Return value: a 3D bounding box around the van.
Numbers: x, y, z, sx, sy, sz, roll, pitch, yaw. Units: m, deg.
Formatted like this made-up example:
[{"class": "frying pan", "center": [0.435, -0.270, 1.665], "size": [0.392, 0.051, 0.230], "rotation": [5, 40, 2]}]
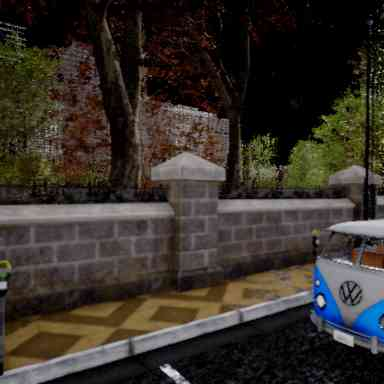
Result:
[{"class": "van", "center": [3.645, 1.320, 5.369], "size": [3.998, 1.788, 1.690], "rotation": [0, 1, -34]}]
